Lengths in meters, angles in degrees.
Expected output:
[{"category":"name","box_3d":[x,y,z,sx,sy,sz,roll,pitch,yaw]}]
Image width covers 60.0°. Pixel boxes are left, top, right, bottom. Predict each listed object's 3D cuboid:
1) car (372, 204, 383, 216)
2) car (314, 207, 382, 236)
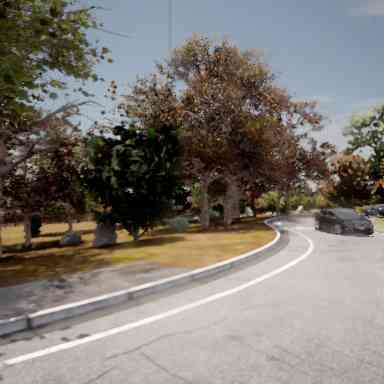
[{"category":"car","box_3d":[21.620,2.169,38.045,4.892,1.490,1.837,1,-2,-11]},{"category":"car","box_3d":[9.115,1.760,20.423,1.837,1.490,4.892,0,-1,-2]}]
